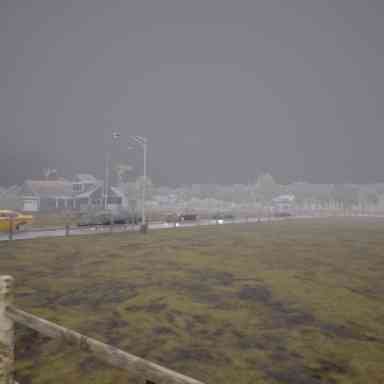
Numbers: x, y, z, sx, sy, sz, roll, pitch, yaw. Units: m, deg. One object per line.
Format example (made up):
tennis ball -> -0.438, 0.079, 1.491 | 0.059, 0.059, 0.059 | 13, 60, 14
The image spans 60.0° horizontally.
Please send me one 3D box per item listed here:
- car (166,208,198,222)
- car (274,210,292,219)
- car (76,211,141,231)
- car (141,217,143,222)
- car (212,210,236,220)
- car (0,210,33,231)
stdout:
car -> -1.105, 2.689, 39.698 | 2.097, 1.767, 4.553 | 0, -2, 36
car -> 16.301, 3.914, 59.192 | 1.882, 1.535, 5.008 | 0, -3, 35
car -> -6.806, 2.257, 26.544 | 2.128, 1.511, 4.902 | 0, -2, 35
car -> -6.882, 2.477, 31.548 | 2.033, 1.411, 5.357 | 0, -2, 35
car -> 4.664, 3.318, 47.801 | 1.994, 1.385, 4.181 | 0, -2, 35
car -> -13.269, 1.959, 22.256 | 1.882, 1.535, 5.008 | 0, -2, 32
